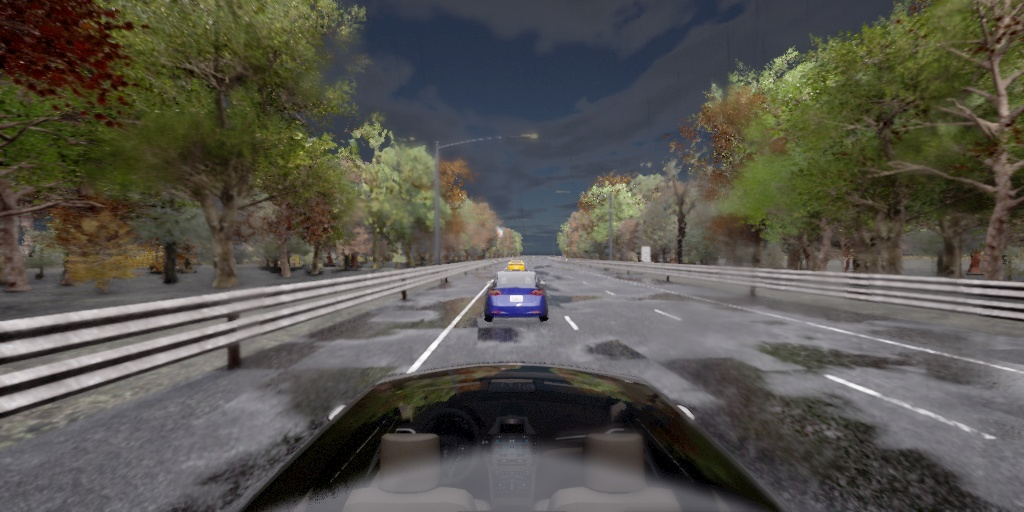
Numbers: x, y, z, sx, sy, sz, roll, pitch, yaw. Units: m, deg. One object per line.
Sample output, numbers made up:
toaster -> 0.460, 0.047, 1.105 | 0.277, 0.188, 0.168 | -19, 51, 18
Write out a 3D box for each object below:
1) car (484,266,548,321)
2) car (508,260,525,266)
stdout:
car -> 0.137, 1.253, 12.506 | 2.163, 1.488, 4.792 | 0, 0, 0
car -> 0.540, 1.221, 43.971 | 1.882, 1.535, 5.008 | 0, 0, 1
